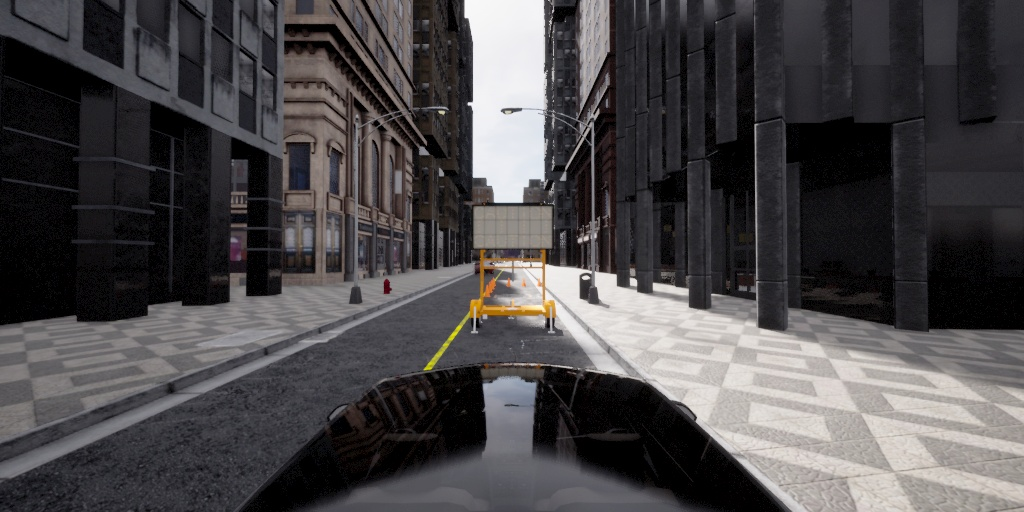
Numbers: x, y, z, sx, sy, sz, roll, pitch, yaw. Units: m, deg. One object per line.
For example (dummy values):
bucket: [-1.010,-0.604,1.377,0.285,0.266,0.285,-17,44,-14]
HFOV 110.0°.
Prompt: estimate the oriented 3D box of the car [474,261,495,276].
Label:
car: [-2.891,1.263,38.319,1.882,1.535,5.008,0,0,0]

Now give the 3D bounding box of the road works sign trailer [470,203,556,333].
road works sign trailer: [0.027,0.218,10.706,2.380,3.560,2.880,0,0,0]
